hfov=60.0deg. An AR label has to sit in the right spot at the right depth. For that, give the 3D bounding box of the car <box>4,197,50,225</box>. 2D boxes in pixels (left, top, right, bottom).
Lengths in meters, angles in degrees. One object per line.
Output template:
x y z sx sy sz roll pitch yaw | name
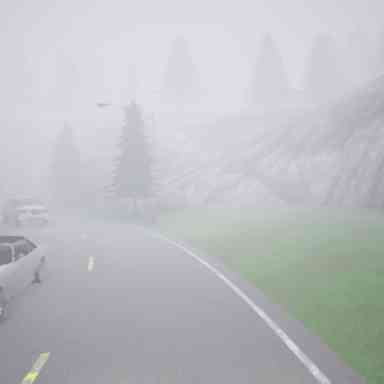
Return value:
-12.617 1.394 25.191 2.150 2.045 5.566 0 -1 -41 | car

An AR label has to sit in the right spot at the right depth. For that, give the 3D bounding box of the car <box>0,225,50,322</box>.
-4.473 1.659 6.973 1.895 1.301 4.718 -1 0 -11 | car
